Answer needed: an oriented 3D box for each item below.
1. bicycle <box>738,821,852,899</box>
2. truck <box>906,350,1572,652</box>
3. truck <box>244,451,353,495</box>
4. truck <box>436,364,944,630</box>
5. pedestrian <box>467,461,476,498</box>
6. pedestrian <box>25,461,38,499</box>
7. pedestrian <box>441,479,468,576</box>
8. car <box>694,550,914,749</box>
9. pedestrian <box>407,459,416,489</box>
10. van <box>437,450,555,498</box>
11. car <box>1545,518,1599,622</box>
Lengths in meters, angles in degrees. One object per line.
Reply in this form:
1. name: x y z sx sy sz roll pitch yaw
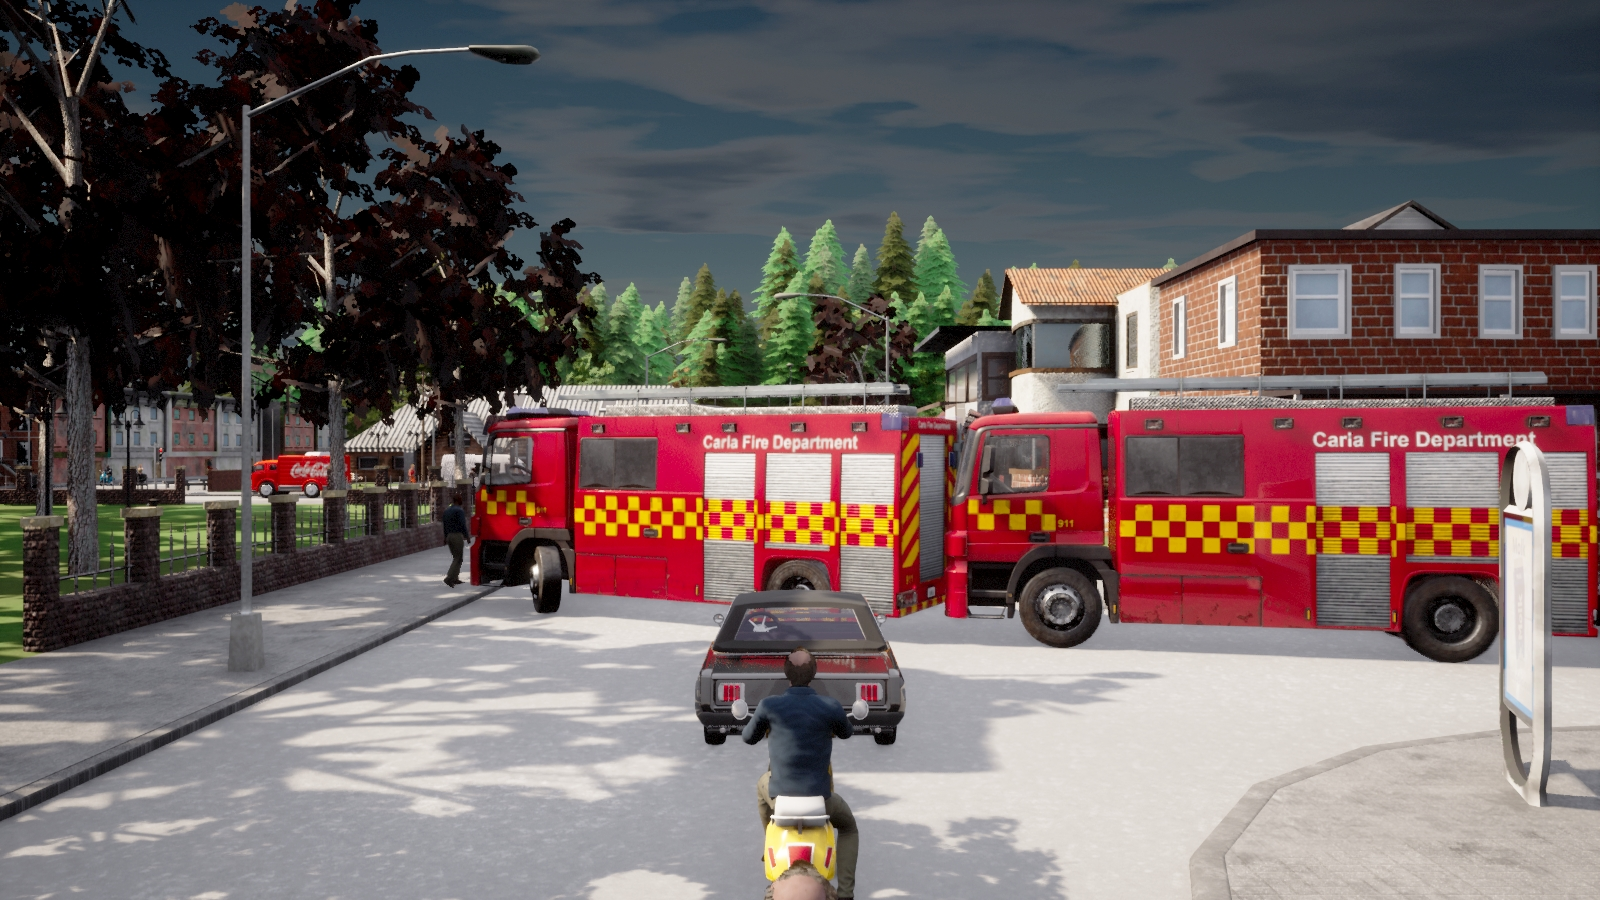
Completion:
1. bicycle: -0.015 1.938 3.086 0.329 1.271 1.835 0 0 0
2. truck: 5.977 0.661 16.850 8.468 3.827 2.891 0 0 13
3. truck: -29.165 1.318 66.623 5.204 2.467 2.627 0 0 0
4. truck: -2.040 0.664 19.657 8.468 3.827 2.891 0 0 27
5. pedestrian: -16.544 1.500 57.536 0.375 1.860 0.375 0 0 0
6. pedestrian: -38.506 1.502 57.243 0.375 1.860 0.375 0 0 0
7. pedestrian: -6.778 1.515 22.410 0.375 1.860 0.375 0 0 40
8. car: 0.033 1.930 12.217 1.895 1.301 4.718 0 0 0
9. pedestrian: -24.012 1.496 70.560 0.375 1.860 0.375 0 0 25
10. van: -16.613 1.289 62.612 5.915 2.561 1.988 0 0 0
11. car: 14.372 1.835 17.290 4.792 1.488 2.163 0 0 0
